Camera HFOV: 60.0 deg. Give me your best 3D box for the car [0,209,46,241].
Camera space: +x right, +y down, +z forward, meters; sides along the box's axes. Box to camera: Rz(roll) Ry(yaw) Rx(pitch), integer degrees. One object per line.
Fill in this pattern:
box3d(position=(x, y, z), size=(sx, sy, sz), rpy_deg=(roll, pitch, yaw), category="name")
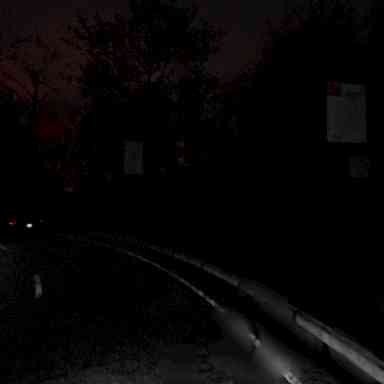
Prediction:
box3d(position=(-9.262, 1.560, 16.878), size=(4.181, 1.385, 1.994), rpy_deg=(0, 0, 37), category="car")
